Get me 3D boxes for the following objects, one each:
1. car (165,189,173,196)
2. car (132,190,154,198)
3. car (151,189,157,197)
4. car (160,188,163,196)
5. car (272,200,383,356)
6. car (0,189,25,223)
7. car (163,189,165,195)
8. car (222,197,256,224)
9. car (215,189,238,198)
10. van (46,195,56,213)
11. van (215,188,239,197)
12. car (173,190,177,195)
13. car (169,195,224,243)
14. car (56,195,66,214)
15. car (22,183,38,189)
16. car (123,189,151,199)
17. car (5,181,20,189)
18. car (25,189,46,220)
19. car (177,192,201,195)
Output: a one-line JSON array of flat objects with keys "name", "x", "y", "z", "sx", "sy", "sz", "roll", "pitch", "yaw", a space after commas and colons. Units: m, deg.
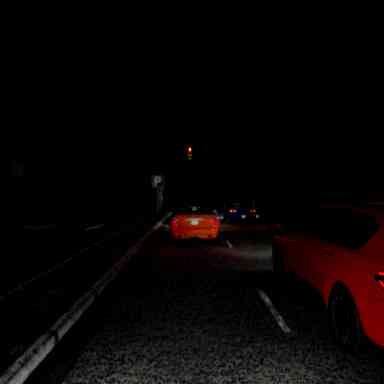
[{"name": "car", "x": -8.486, "y": 0.343, "z": 91.383, "sx": 4.674, "sy": 1.452, "sz": 2.002, "roll": -1, "pitch": 1, "yaw": -12}, {"name": "car", "x": -10.732, "y": 0.381, "z": 73.391, "sx": 4.553, "sy": 1.767, "sz": 2.185, "roll": -1, "pitch": 0, "yaw": -14}, {"name": "car", "x": -10.825, "y": 0.533, "z": 70.441, "sx": 5.366, "sy": 1.575, "sz": 1.946, "roll": -1, "pitch": 0, "yaw": -15}, {"name": "car", "x": -10.041, "y": 0.440, "z": 79.404, "sx": 4.892, "sy": 1.521, "sz": 2.231, "roll": -1, "pitch": 0, "yaw": -14}, {"name": "car", "x": 3.100, "y": 1.154, "z": 6.079, "sx": 2.150, "sy": 2.045, "sz": 5.566, "roll": 0, "pitch": 1, "yaw": 0}, {"name": "car", "x": -13.798, "y": 1.034, "z": 20.594, "sx": 5.566, "sy": 2.045, "sz": 2.435, "roll": -1, "pitch": 1, "yaw": -20}, {"name": "car", "x": -9.670, "y": 0.444, "z": 82.399, "sx": 4.674, "sy": 1.452, "sz": 2.002, "roll": -1, "pitch": 1, "yaw": -13}, {"name": "car", "x": 3.154, "y": 1.300, "z": 22.491, "sx": 1.812, "sy": 1.442, "sz": 4.674, "roll": 0, "pitch": 0, "yaw": 0}, {"name": "car", "x": 7.641, "y": 0.330, "z": 73.018, "sx": 4.553, "sy": 1.767, "sz": 2.185, "roll": 0, "pitch": 1, "yaw": -14}, {"name": "van", "x": -13.611, "y": 1.001, "z": 26.666, "sx": 4.442, "sy": 1.987, "sz": 1.878, "roll": -1, "pitch": 0, "yaw": -19}, {"name": "van", "x": 7.258, "y": 0.264, "z": 70.047, "sx": 4.442, "sy": 1.987, "sz": 1.878, "roll": 0, "pitch": 1, "yaw": -14}, {"name": "car", "x": -8.037, "y": 0.017, "z": 94.386, "sx": 5.566, "sy": 2.045, "sz": 2.435, "roll": -1, "pitch": 0, "yaw": -12}, {"name": "car", "x": 0.112, "y": 1.196, "z": 15.188, "sx": 2.097, "sy": 1.767, "sz": 4.553, "roll": 0, "pitch": 1, "yaw": 0}, {"name": "car", "x": -13.637, "y": 1.074, "z": 29.645, "sx": 4.553, "sy": 1.767, "sz": 2.185, "roll": -1, "pitch": 1, "yaw": -19}, {"name": "car", "x": -28.186, "y": -0.510, "z": 58.298, "sx": 2.002, "sy": 1.452, "sz": 4.674, "roll": 6, "pitch": -2, "yaw": -19}, {"name": "car", "x": -11.468, "y": 0.609, "z": 67.449, "sx": 4.792, "sy": 1.488, "sz": 2.163, "roll": -1, "pitch": 1, "yaw": -15}, {"name": "car", "x": -31.180, "y": -1.073, "z": 58.351, "sx": 2.435, "sy": 2.045, "sz": 5.566, "roll": 6, "pitch": -2, "yaw": -19}, {"name": "car", "x": -13.726, "y": 1.005, "z": 23.630, "sx": 5.566, "sy": 2.045, "sz": 2.435, "roll": -1, "pitch": 0, "yaw": -20}, {"name": "car", "x": 0.167, "y": 1.114, "z": 23.834, "sx": 2.097, "sy": 1.767, "sz": 4.553, "roll": 0, "pitch": 1, "yaw": 0}]
